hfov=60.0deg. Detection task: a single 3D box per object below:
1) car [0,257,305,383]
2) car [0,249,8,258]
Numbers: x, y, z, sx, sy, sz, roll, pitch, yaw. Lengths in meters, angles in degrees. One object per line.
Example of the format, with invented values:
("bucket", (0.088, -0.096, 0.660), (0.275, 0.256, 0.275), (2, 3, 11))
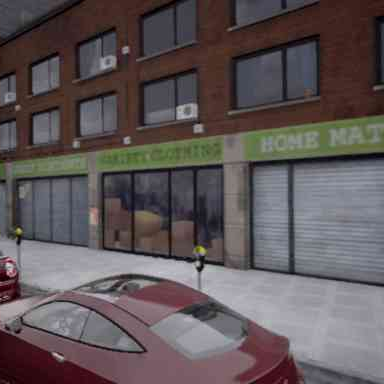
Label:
("car", (-0.931, 1.620, 3.742), (4.206, 1.307, 1.802), (-1, 0, 35))
("car", (-5.431, 1.554, 6.951), (4.097, 1.590, 1.967), (-1, 0, 35))
